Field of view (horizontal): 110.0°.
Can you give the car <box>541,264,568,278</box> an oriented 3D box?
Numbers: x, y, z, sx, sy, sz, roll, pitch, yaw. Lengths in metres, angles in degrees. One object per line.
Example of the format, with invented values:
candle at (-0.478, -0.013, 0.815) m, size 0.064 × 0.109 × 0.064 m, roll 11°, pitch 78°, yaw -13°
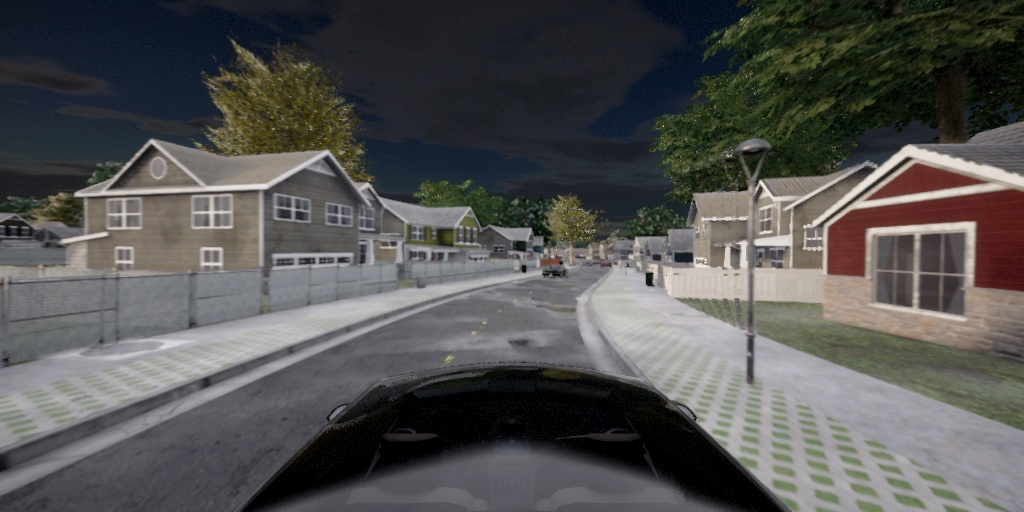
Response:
car at (4.253, 1.473, 35.291) m, size 1.895 × 1.301 × 4.718 m, roll 1°, pitch 0°, yaw 18°
